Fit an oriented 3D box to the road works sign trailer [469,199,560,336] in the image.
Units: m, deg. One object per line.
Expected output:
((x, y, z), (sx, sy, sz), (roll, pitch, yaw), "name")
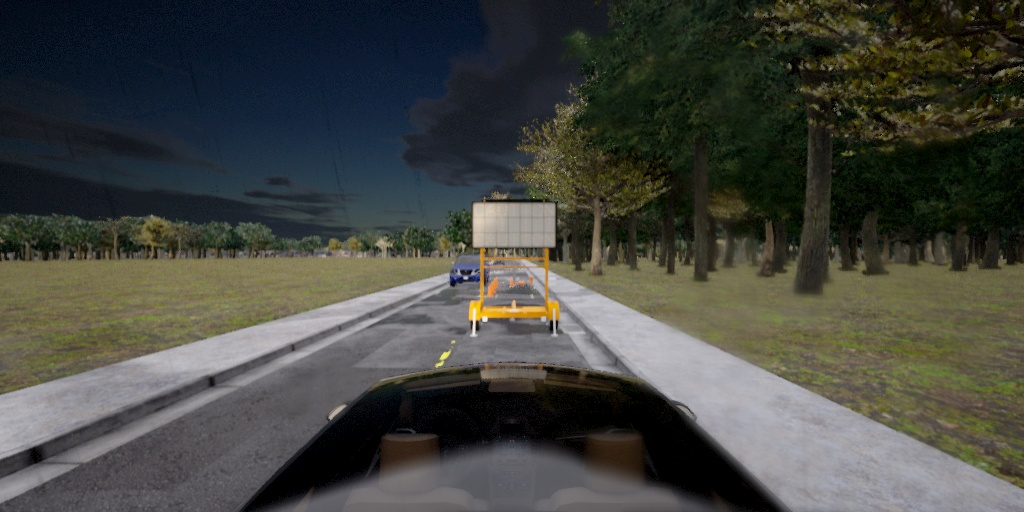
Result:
((0.067, 0.194, 10.257), (2.380, 3.560, 2.880), (0, 0, 0), "road works sign trailer")

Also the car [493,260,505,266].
((-2.356, 1.164, 65.372), (1.994, 1.385, 4.181), (0, 0, 1), "car")

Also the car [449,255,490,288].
((-2.691, 0.919, 23.836), (2.150, 2.045, 5.566), (0, 0, 0), "car")
